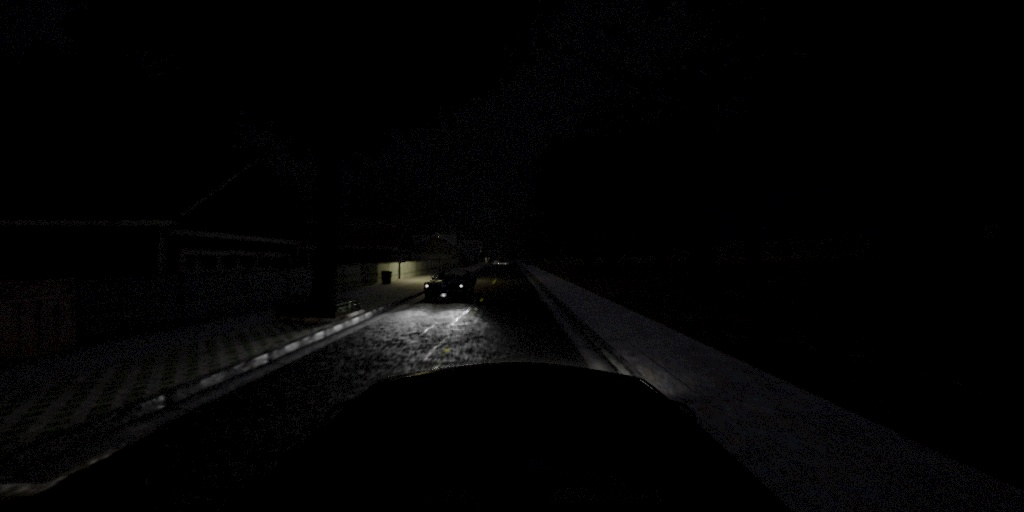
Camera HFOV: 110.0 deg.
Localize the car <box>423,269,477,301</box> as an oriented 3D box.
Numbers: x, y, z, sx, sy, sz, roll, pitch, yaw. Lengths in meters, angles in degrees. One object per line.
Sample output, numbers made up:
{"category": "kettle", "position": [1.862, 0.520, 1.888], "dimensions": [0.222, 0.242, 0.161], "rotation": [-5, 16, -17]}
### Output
{"category": "car", "position": [-2.841, 1.330, 17.160], "dimensions": [1.895, 1.301, 4.718], "rotation": [0, 0, 0]}
